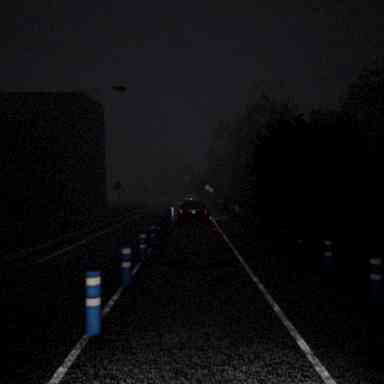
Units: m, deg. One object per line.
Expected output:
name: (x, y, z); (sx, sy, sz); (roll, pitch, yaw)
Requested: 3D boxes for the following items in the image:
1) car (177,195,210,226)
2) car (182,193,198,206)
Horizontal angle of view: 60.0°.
car: (0.097, 1.304, 23.346); (2.097, 1.767, 4.553); (0, 0, 0)
car: (-0.382, 1.116, 51.636); (2.097, 1.767, 4.553); (-1, 2, -7)
